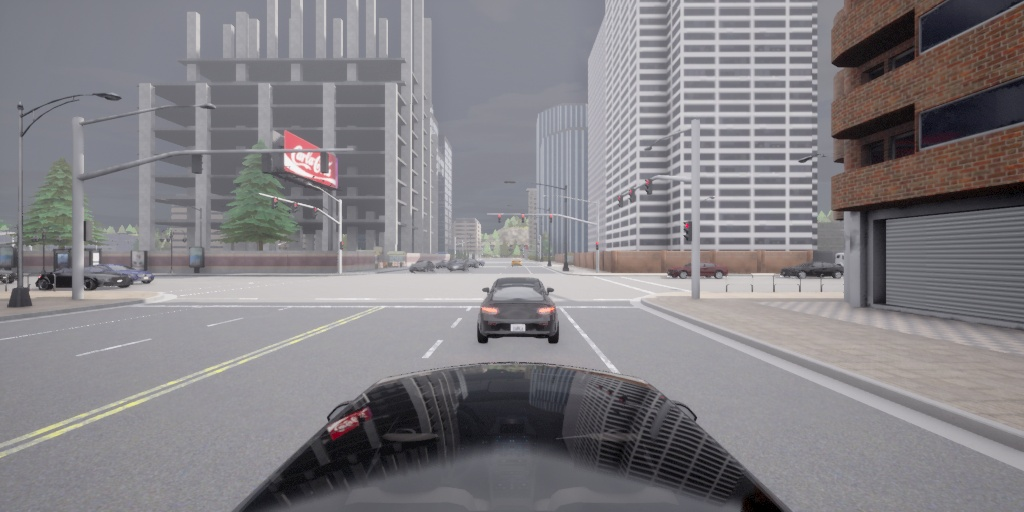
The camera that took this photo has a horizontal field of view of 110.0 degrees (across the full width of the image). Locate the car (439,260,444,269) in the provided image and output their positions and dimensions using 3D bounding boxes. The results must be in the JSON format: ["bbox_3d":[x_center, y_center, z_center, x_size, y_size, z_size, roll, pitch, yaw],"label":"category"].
[{"bbox_3d":[-9.978,1.298,53.776,2.033,1.411,5.357,0,0,1],"label":"car"}]

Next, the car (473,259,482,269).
[{"bbox_3d":[-6.429,1.256,57.088,1.837,1.490,4.892,0,0,1],"label":"car"}]

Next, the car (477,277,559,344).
[{"bbox_3d":[0.160,1.276,9.502,1.812,1.442,4.674,0,0,1],"label":"car"}]

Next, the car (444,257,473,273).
[{"bbox_3d":[-6.594,1.241,44.533,2.128,1.511,4.902,0,0,1],"label":"car"}]

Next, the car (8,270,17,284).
[{"bbox_3d":[-37.846,1.255,25.091,4.892,1.490,1.837,0,0,0],"label":"car"}]

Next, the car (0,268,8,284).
[{"bbox_3d":[-34.201,1.102,21.566,4.553,1.767,2.097,0,0,0],"label":"car"}]

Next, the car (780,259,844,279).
[{"bbox_3d":[26.664,1.228,31.838,5.008,1.535,1.882,0,0,0],"label":"car"}]

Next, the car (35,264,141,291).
[{"bbox_3d":[-25.503,1.314,21.503,4.181,1.385,1.994,0,0,0],"label":"car"}]

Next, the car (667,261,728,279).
[{"bbox_3d":[16.471,1.228,31.918,5.008,1.535,1.882,0,0,0],"label":"car"}]

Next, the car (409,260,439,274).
[{"bbox_3d":[-10.344,1.255,41.618,1.837,1.490,4.892,0,0,5],"label":"car"}]

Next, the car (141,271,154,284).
[{"bbox_3d":[-27.857,1.276,25.020,4.674,1.442,1.812,0,0,0],"label":"car"}]
